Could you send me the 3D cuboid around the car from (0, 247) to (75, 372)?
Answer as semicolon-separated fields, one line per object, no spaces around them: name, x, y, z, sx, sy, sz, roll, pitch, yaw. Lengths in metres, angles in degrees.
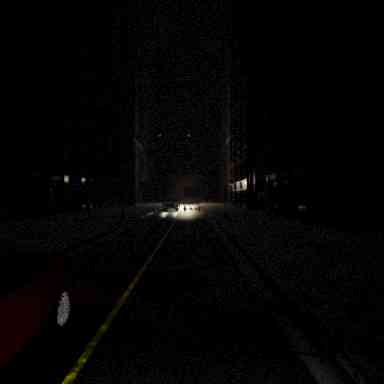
car;-3.100;1.524;4.176;1.882;1.535;5.008;0;-1;0

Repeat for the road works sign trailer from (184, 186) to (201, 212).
road works sign trailer;0.018;1.002;46.454;2.380;3.560;2.880;0;-1;0

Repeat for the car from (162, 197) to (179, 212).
car;-3.061;1.781;48.029;2.150;2.045;5.566;0;-1;0
